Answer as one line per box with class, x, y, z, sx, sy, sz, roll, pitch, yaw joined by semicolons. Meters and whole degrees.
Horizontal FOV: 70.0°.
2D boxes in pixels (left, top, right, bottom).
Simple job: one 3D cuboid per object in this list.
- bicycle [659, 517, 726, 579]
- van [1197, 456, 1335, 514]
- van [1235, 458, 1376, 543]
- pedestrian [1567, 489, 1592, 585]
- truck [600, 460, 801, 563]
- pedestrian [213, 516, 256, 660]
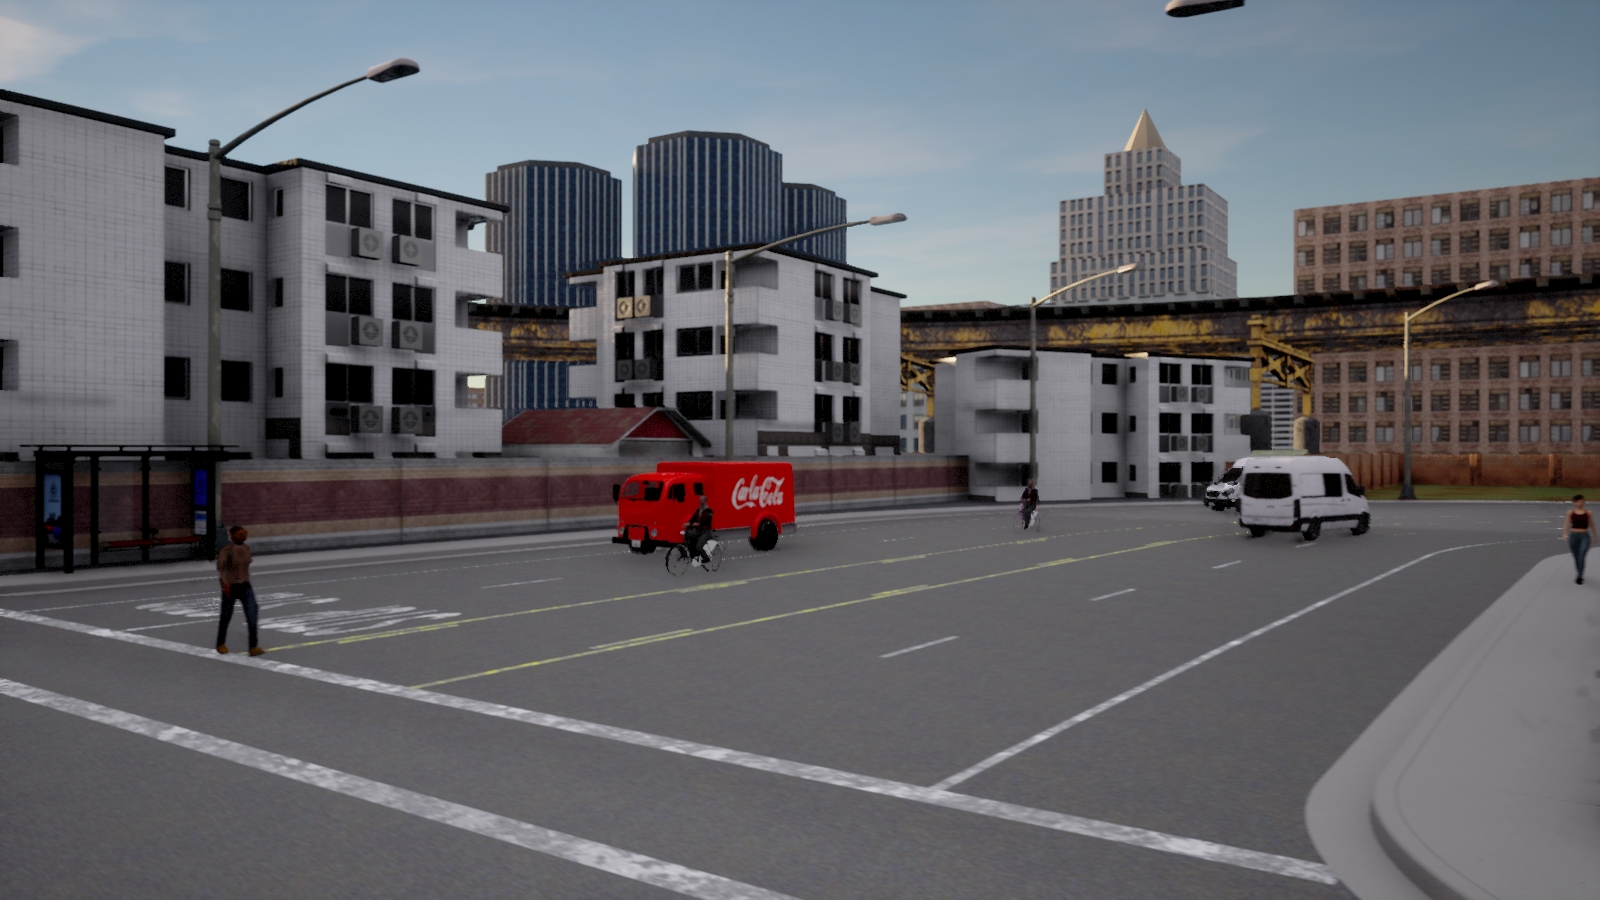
bicycle;-2.362;2.153;25.393;0.329;1.251;1.835;0;0;37
van;21.196;1.554;51.976;5.915;2.561;1.988;0;0;-17
van;16.615;1.551;37.362;5.915;2.561;1.988;0;0;-42
pedestrian;15.438;1.716;22.623;0.375;1.860;0.375;0;0;38
truck;-2.578;1.547;30.950;2.627;2.467;5.204;0;0;37
pedestrian;-7.559;1.825;15.278;0.375;1.860;0.375;0;0;34
